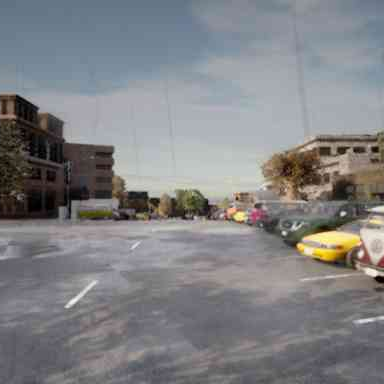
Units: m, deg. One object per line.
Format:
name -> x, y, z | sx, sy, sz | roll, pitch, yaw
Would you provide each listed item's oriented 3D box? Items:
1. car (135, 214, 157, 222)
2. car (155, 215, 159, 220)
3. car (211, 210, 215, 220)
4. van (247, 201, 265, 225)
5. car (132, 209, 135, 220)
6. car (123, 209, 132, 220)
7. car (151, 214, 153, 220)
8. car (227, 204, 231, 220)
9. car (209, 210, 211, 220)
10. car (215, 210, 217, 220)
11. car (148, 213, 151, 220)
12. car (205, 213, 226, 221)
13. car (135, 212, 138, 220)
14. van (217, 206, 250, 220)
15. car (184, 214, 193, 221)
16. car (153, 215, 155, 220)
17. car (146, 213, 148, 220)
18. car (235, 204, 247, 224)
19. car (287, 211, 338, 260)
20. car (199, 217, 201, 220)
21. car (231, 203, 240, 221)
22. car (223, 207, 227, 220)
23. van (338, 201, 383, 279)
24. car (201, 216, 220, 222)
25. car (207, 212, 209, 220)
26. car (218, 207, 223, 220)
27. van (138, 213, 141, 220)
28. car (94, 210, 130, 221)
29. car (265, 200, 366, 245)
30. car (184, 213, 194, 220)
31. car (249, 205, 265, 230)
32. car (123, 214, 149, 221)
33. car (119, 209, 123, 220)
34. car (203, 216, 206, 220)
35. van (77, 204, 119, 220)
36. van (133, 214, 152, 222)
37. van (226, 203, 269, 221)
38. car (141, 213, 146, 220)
car -> -12.560, 7.167, 90.594 | 5.566, 2.045, 2.435 | 1, -6, -21
car -> -12.289, 7.099, 87.671 | 5.366, 1.575, 1.946 | 1, -7, -21
car -> 6.044, 3.671, 52.515 | 5.008, 1.535, 2.097 | 3, -5, -21
van -> 6.456, 1.596, 23.335 | 4.442, 1.987, 1.878 | 2, -3, -20
car -> -11.763, 3.694, 51.854 | 4.674, 1.452, 2.002 | 1, -5, -21
car -> -11.669, 2.918, 45.930 | 5.566, 2.045, 2.435 | 1, -5, -21
car -> -12.366, 5.845, 75.627 | 5.366, 1.575, 1.946 | 1, -6, -21
car -> 6.285, 2.191, 32.050 | 4.892, 1.521, 2.231 | 2, -3, -20
car -> 5.918, 4.045, 58.365 | 4.553, 1.767, 2.185 | 3, -6, -21
car -> 6.122, 3.234, 46.662 | 4.674, 1.452, 2.002 | 3, -5, -21
car -> -11.900, 5.265, 69.807 | 5.366, 1.575, 1.946 | 1, -6, -21
car -> 5.530, 5.985, 78.810 | 4.553, 1.767, 2.185 | 3, -7, -21
car -> -11.784, 3.782, 54.858 | 4.553, 1.767, 2.185 | 1, -5, -21
van -> 6.189, 3.210, 49.651 | 4.442, 1.987, 1.878 | 3, -5, -21
car -> -0.835, 5.961, 77.690 | 1.895, 1.301, 4.718 | 0, -6, -1
car -> -12.283, 5.904, 78.683 | 5.566, 2.045, 2.435 | 1, -6, -21
car -> -11.988, 5.012, 66.773 | 4.792, 1.488, 2.163 | 1, -6, -21
car -> 6.332, 1.924, 26.207 | 4.892, 1.521, 2.231 | 2, -2, -20
car -> 6.226, 1.591, 11.497 | 5.366, 1.575, 1.946 | 1, 0, -20
car -> 5.350, 7.028, 87.555 | 5.008, 1.535, 2.097 | 3, -7, -21
car -> 6.475, 2.049, 29.200 | 5.366, 1.575, 1.946 | 2, -3, -20
car -> 6.259, 2.354, 34.973 | 5.008, 1.535, 2.097 | 2, -4, -21
van -> 6.301, 1.342, 8.584 | 4.442, 1.987, 1.878 | 1, 0, -20
car -> 5.204, 7.654, 93.389 | 4.892, 1.521, 2.231 | 3, -7, -21
car -> 5.893, 4.432, 61.281 | 4.892, 1.521, 2.231 | 3, -6, -21
car -> 6.163, 2.771, 40.807 | 4.792, 1.488, 2.163 | 2, -5, -21
van -> -11.755, 3.943, 57.888 | 4.442, 1.987, 1.878 | 1, -6, -21
car -> -11.754, 3.436, 48.860 | 4.792, 1.488, 2.163 | 1, -5, -21
car -> 6.368, 1.376, 14.491 | 5.566, 2.045, 2.435 | 1, -1, -20
car -> -0.632, 5.051, 67.648 | 2.128, 1.511, 4.902 | 0, -5, -1
car -> 6.353, 1.736, 20.365 | 4.892, 1.521, 2.231 | 1, -2, -20
car -> -12.303, 5.549, 72.650 | 5.366, 1.575, 1.946 | 1, -6, -21
car -> -11.682, 2.807, 42.908 | 4.553, 1.767, 2.185 | 1, -5, -21
car -> 5.824, 4.719, 67.164 | 5.566, 2.045, 2.435 | 3, -6, -21
van -> -11.505, 2.485, 39.984 | 4.442, 1.987, 1.878 | 1, -4, -21
van -> -12.502, 6.551, 84.602 | 4.442, 1.987, 1.878 | 1, -6, -21
van -> 6.334, 2.318, 37.954 | 4.442, 1.987, 1.878 | 2, -4, -21
car -> -11.737, 4.433, 60.873 | 5.366, 1.575, 1.946 | 1, -6, -21
